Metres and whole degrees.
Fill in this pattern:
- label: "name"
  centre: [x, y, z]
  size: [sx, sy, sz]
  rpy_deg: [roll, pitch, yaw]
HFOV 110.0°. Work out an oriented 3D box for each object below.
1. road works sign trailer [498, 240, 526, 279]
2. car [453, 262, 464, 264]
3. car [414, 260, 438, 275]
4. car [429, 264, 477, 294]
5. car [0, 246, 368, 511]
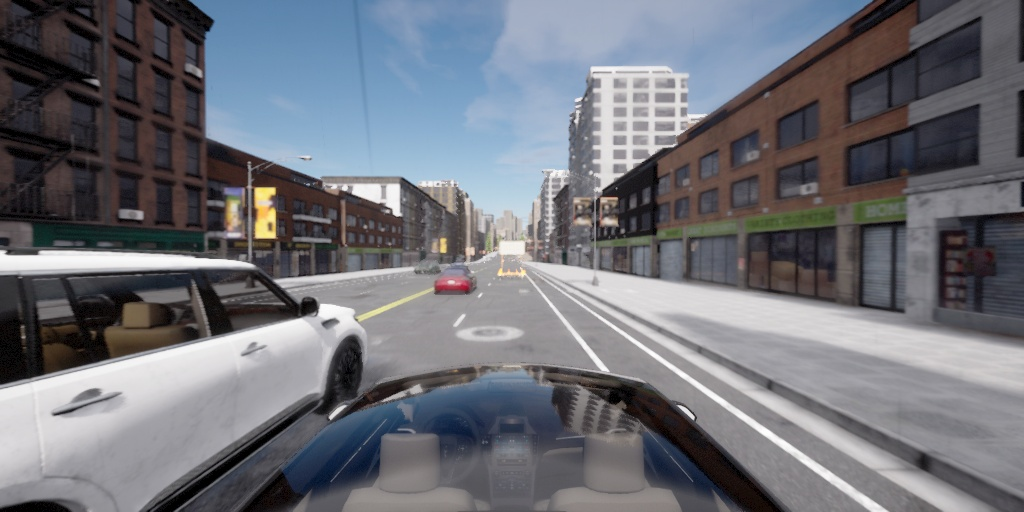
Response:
- label: "road works sign trailer"
  centre: [0.010, 0.299, 32.634]
  size: [2.380, 3.560, 2.880]
  rpy_deg: [0, 0, 3]
- label: "car"
  centre: [-6.596, 1.456, 44.033]
  size: [1.994, 1.385, 4.181]
  rpy_deg: [0, 0, 0]
- label: "car"
  centre: [-9.843, 1.230, 41.751]
  size: [2.097, 1.767, 4.553]
  rpy_deg: [0, 0, 0]
- label: "car"
  centre: [-3.160, 1.345, 20.661]
  size: [1.994, 1.385, 4.181]
  rpy_deg: [0, 0, 0]
- label: "car"
  centre: [-3.152, 0.971, 2.836]
  size: [2.150, 2.045, 5.566]
  rpy_deg: [0, 0, 0]
